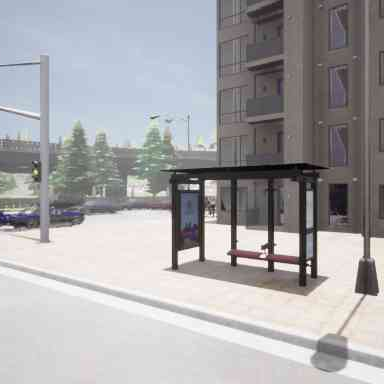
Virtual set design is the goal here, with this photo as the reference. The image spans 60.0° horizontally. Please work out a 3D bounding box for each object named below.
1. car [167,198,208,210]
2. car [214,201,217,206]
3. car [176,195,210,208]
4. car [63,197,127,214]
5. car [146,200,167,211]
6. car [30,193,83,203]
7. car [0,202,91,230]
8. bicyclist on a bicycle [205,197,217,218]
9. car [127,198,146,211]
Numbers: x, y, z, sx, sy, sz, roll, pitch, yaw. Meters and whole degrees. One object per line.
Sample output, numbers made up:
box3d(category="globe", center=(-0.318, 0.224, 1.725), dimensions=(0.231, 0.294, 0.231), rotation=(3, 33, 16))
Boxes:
box3d(category="car", center=(-0.162, 1.449, 37.896), dimensions=(1.837, 1.490, 4.892), rotation=(-1, 0, 42))
box3d(category="car", center=(5.404, 1.449, 46.757), dimensions=(4.892, 1.490, 1.837), rotation=(0, 0, -29))
box3d(category="car", center=(0.151, 1.297, 47.392), dimensions=(4.553, 1.767, 2.097), rotation=(0, 0, -34))
box3d(category="car", center=(-9.276, 1.492, 32.367), dimensions=(2.033, 1.411, 5.357), rotation=(0, 0, 37))
box3d(category="car", center=(-2.825, 1.545, 40.301), dimensions=(1.895, 1.301, 4.718), rotation=(0, 0, 43))
box3d(category="car", center=(-13.208, 1.166, 32.917), dimensions=(2.150, 2.045, 5.566), rotation=(0, 0, 37))
box3d(category="car", center=(-9.021, 1.545, 20.603), dimensions=(1.895, 1.301, 4.718), rotation=(0, 0, 36))
box3d(category="bicyclist on a bicycle", center=(1.336, 1.245, 26.619), dimensions=(1.656, 1.620, 0.582), rotation=(0, 0, 36))
box3d(category="car", center=(-6.888, 1.492, 40.984), dimensions=(2.033, 1.411, 5.357), rotation=(0, 0, 40))
